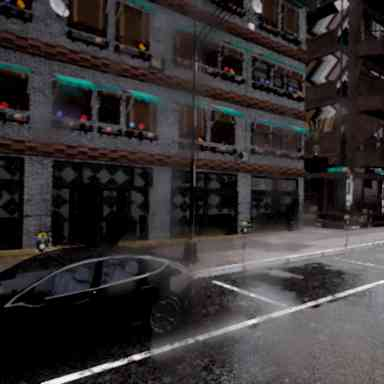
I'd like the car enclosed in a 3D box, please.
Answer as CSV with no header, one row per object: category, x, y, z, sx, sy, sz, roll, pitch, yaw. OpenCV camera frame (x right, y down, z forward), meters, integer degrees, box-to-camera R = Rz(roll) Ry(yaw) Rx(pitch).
car,-1.931,1.578,5.168,4.313,1.339,1.947,1,1,-35
